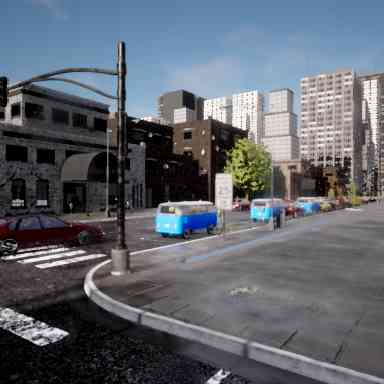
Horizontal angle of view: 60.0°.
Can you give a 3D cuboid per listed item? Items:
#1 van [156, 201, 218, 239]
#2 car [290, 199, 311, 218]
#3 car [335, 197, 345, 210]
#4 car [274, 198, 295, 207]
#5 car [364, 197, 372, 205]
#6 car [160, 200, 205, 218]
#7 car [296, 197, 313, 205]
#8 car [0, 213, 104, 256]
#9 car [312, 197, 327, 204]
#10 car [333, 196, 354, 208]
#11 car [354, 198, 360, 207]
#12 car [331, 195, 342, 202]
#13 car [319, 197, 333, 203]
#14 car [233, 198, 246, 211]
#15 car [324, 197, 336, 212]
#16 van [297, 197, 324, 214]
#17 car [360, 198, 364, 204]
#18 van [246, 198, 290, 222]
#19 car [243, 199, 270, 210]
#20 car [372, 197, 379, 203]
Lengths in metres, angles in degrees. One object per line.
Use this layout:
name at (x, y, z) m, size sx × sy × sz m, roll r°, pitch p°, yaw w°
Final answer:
van at (-0.163, 1.407, 17.668) m, size 1.690 × 1.788 × 3.998 m, roll 0°, pitch 0°, yaw 35°
car at (9.328, 1.655, 31.243) m, size 1.887 × 1.381 × 4.507 m, roll 0°, pitch 0°, yaw 35°
car at (18.822, 1.729, 44.818) m, size 1.947 × 1.339 × 4.313 m, roll 0°, pitch 0°, yaw 35°
car at (15.129, 1.666, 54.161) m, size 1.887 × 1.381 × 4.507 m, roll 0°, pitch 0°, yaw 35°
car at (34.644, 1.810, 67.444) m, size 1.887 × 1.381 × 4.507 m, roll 0°, pitch 0°, yaw 35°
car at (-0.790, 1.558, 31.396) m, size 1.752 × 1.417 × 4.829 m, roll 0°, pitch 0°, yaw 35°
car at (21.458, 1.706, 63.211) m, size 1.887 × 1.381 × 4.507 m, roll 0°, pitch 0°, yaw 35°
car at (-6.280, 1.578, 13.385) m, size 2.033 × 1.411 × 5.357 m, roll 1°, pitch 0°, yaw 41°
car at (27.688, 1.729, 72.122) m, size 1.752 × 1.417 × 4.829 m, roll 0°, pitch 0°, yaw 35°
car at (21.988, 1.497, 49.345) m, size 2.192 × 1.841 × 5.009 m, roll 0°, pitch 0°, yaw 35°
car at (25.152, 1.517, 53.870) m, size 2.192 × 1.841 × 5.009 m, roll 0°, pitch 0°, yaw 35°
car at (37.279, 1.713, 85.836) m, size 1.967 × 1.590 × 4.097 m, roll 0°, pitch 0°, yaw 35°
car at (30.950, 1.792, 76.786) m, size 1.947 × 1.339 × 4.313 m, roll 0°, pitch 0°, yaw 35°
car at (5.637, 1.507, 40.587) m, size 1.967 × 1.590 × 4.097 m, roll 0°, pitch 0°, yaw 35°
car at (15.755, 1.671, 40.433) m, size 1.752 × 1.417 × 4.829 m, roll 0°, pitch 0°, yaw 35°
van at (12.494, 1.469, 35.768) m, size 1.690 × 1.788 × 3.998 m, roll 0°, pitch 0°, yaw 35°
car at (28.413, 1.748, 58.534) m, size 1.752 × 1.417 × 4.829 m, roll 0°, pitch 0°, yaw 35°
van at (6.165, 1.436, 26.718) m, size 1.690 × 1.788 × 3.998 m, roll 0°, pitch 0°, yaw 35°
car at (8.800, 1.629, 45.111) m, size 1.887 × 1.381 × 4.507 m, roll 0°, pitch 0°, yaw 35°
car at (44.137, 1.900, 81.020) m, size 1.947 × 1.339 × 4.313 m, roll 0°, pitch 0°, yaw 35°
